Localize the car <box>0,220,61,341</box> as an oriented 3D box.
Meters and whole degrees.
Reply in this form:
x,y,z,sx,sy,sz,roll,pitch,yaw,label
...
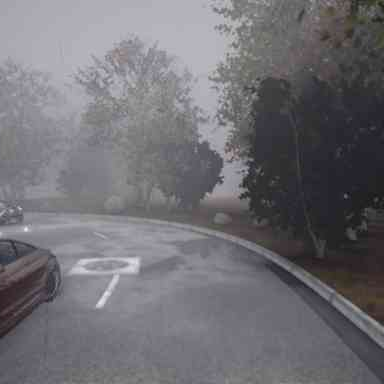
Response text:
x,y,z,sx,sy,sz,roll,pitch,yaw,label
-3.484,1.401,4.794,1.994,1.385,4.181,0,2,-2,car

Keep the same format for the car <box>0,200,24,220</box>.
x,y,z,sx,sy,sz,roll,pitch,yaw,label
-11.010,0.843,17.051,4.553,1.767,2.097,0,1,14,car
